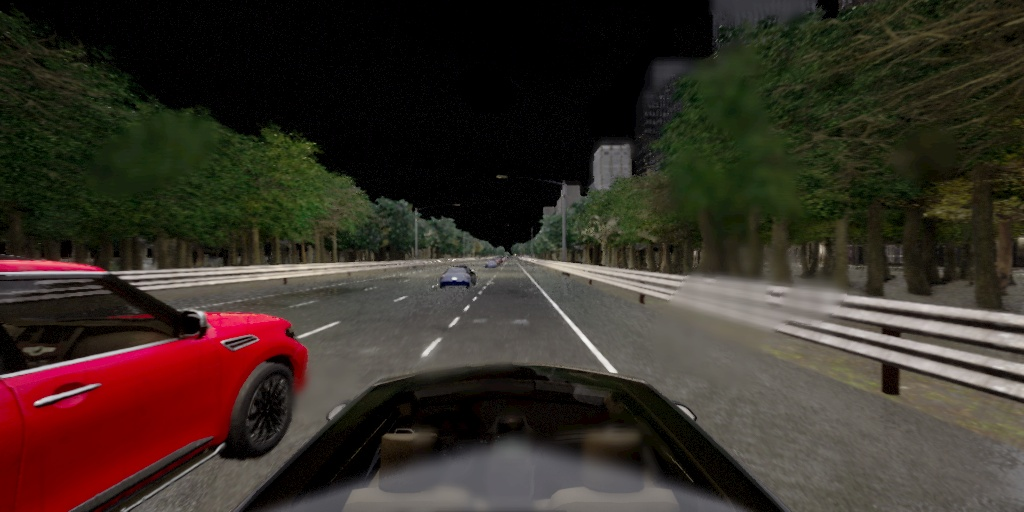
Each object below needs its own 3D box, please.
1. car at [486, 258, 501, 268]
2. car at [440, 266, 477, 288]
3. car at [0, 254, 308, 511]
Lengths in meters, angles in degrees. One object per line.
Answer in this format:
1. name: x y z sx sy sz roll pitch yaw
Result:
1. car: -3.499 1.391 62.973 1.994 1.385 4.181 0 0 0
2. car: -3.499 1.341 23.838 1.994 1.385 4.181 0 0 0
3. car: -3.500 0.972 1.887 2.150 2.045 5.566 0 0 0
